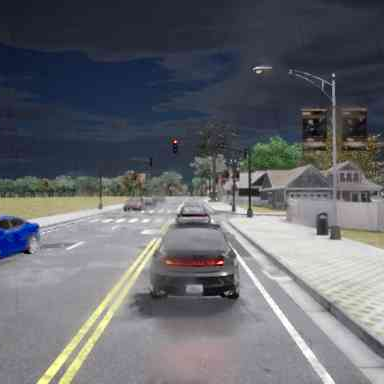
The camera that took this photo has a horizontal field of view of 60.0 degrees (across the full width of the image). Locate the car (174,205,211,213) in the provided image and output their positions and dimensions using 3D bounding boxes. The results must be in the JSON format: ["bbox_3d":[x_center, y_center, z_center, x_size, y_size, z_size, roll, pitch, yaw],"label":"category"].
[{"bbox_3d":[0.048,1.495,18.720,2.128,1.511,4.902,0,0,-2],"label":"car"}]

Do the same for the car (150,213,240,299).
[{"bbox_3d":[0.071,1.507,8.450,1.837,1.490,4.892,0,0,1],"label":"car"}]

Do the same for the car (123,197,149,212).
[{"bbox_3d":[-6.655,1.351,38.666,2.097,1.767,4.553,0,0,0],"label":"car"}]

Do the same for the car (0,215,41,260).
[{"bbox_3d":[-6.615,1.480,10.470,1.882,1.535,5.008,0,0,0],"label":"car"}]

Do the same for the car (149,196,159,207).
[{"bbox_3d":[-6.664,1.556,51.471,1.994,1.385,4.181,0,0,0],"label":"car"}]

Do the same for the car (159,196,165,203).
[{"bbox_3d":[-6.598,1.551,69.059,1.994,1.385,4.181,0,0,0],"label":"car"}]
